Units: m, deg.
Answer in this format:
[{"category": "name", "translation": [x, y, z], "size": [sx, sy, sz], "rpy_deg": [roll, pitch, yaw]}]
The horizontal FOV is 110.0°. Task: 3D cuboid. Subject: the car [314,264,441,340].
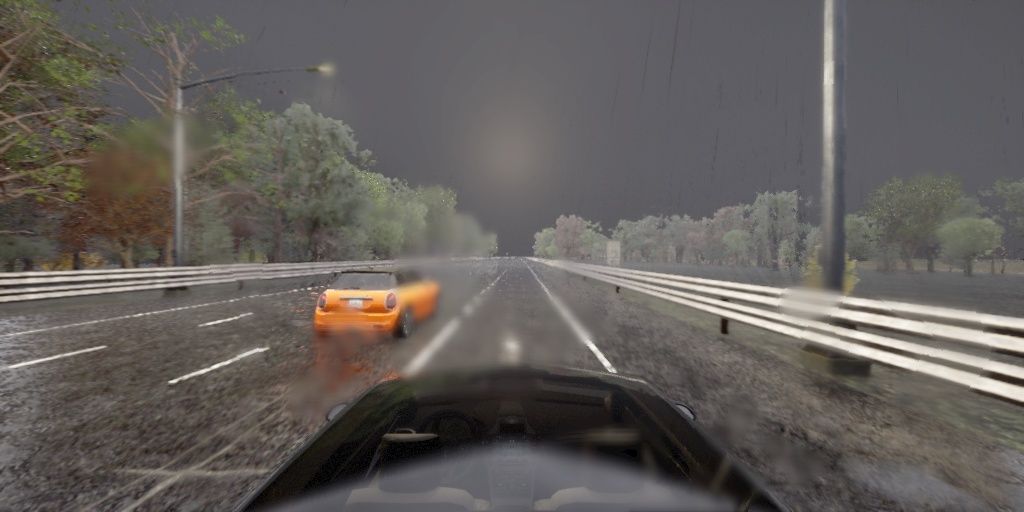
[{"category": "car", "translation": [-3.425, 1.076, 10.091], "size": [2.097, 1.767, 4.553], "rpy_deg": [0, 0, 1]}]
